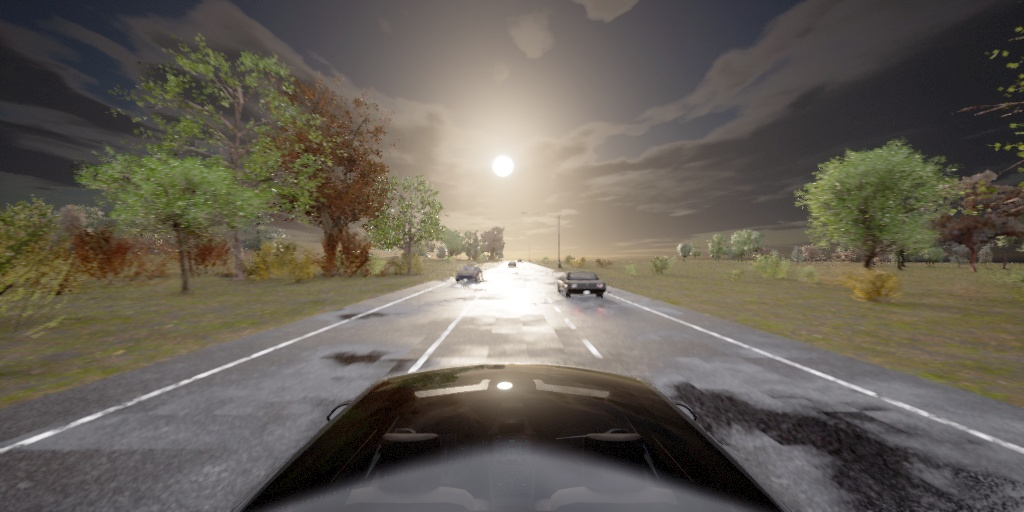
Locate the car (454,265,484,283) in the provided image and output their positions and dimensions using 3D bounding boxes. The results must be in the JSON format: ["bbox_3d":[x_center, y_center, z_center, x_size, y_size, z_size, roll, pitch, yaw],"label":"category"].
[{"bbox_3d":[-3.459,1.455,30.005,2.033,1.411,5.357,0,0,2],"label":"car"}]

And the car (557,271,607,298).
[{"bbox_3d":[3.506,1.442,19.029,1.895,1.301,4.718,0,0,0],"label":"car"}]
